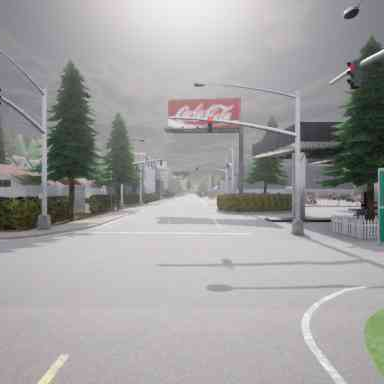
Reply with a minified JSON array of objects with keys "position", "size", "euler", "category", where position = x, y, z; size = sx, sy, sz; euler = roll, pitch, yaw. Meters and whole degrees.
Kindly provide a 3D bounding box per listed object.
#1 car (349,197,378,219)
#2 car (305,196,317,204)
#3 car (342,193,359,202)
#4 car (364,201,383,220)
[{"position":[14.378,1.504,24.915],"size":[3.866,1.878,1.905],"euler":[0,0,0],"category":"car"},{"position":[22.529,1.552,63.979],"size":[1.970,1.475,3.806],"euler":[0,0,0],"category":"car"},{"position":[34.936,1.489,71.765],"size":[2.007,1.523,4.514],"euler":[0,0,0],"category":"car"},{"position":[18.707,1.672,30.583],"size":[4.611,1.667,2.242],"euler":[0,0,0],"category":"car"}]
